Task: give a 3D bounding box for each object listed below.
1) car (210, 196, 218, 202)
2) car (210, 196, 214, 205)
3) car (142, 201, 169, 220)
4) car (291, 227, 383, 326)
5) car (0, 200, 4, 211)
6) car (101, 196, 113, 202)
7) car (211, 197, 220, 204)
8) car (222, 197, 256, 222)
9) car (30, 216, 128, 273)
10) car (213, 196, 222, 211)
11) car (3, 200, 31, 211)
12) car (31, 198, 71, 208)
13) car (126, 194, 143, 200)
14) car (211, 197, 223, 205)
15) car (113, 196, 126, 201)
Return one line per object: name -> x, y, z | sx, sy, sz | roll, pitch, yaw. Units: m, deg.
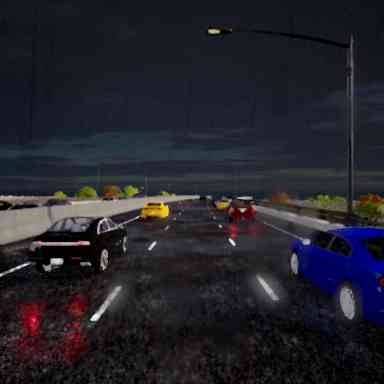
car -> 5.724, 1.835, 86.076 | 1.882, 1.535, 5.008 | 0, 0, 3
car -> 4.369, 1.592, 53.338 | 2.033, 1.649, 4.856 | 0, 0, 2
car -> -3.126, 1.553, 28.999 | 1.882, 1.535, 5.008 | 0, 0, 1
car -> 3.629, 1.498, 7.168 | 1.882, 1.535, 5.008 | 0, 0, 0
car -> -20.704, 1.591, 34.857 | 1.837, 1.490, 4.892 | 0, 0, 1
car -> -19.271, 1.703, 76.257 | 1.994, 1.385, 4.181 | 0, 0, 2
car -> 5.203, 1.791, 75.166 | 1.837, 1.490, 4.892 | 0, 0, 3
car -> 3.845, 1.426, 27.120 | 2.097, 1.767, 4.553 | 0, 0, 1
car -> -3.351, 1.519, 10.707 | 2.128, 1.511, 4.902 | 0, 0, 0
car -> 4.061, 1.573, 42.608 | 1.801, 1.575, 5.366 | 0, 0, 1
car -> -17.208, 1.651, 34.617 | 1.994, 1.385, 4.181 | 0, 0, 1
car -> -13.739, 1.436, 33.294 | 2.097, 1.767, 4.553 | 0, 0, 1
car -> -12.378, 1.492, 73.703 | 2.150, 2.045, 5.566 | 0, 0, 2
car -> 4.752, 1.724, 64.283 | 2.163, 1.488, 4.792 | 0, 0, 2
car -> -15.775, 1.691, 76.098 | 2.033, 1.411, 5.357 | 0, 0, 2
